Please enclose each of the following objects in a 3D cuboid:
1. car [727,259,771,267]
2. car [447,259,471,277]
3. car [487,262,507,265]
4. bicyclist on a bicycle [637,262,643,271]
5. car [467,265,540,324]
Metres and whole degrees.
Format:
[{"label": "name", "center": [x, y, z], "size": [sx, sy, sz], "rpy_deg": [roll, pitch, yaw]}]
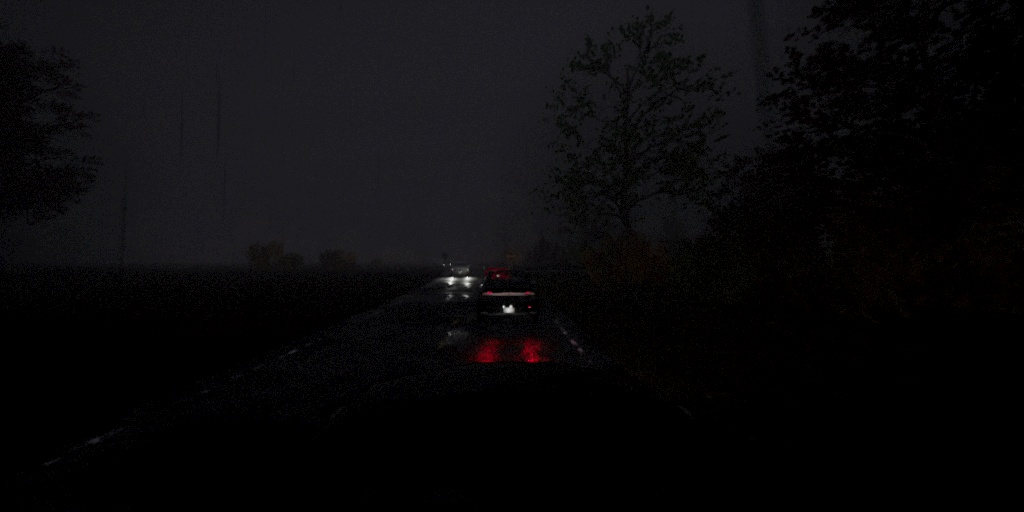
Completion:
[{"label": "car", "center": [33.761, 0.971, 51.729], "size": [5.566, 2.045, 2.150], "rpy_deg": [0, 0, -13]}, {"label": "car", "center": [-5.094, 1.247, 35.429], "size": [1.812, 1.442, 4.674], "rpy_deg": [0, 0, -7]}, {"label": "car", "center": [-1.143, 1.200, 26.958], "size": [1.882, 1.535, 5.008], "rpy_deg": [0, 0, -5]}, {"label": "bicyclist on a bicycle", "center": [15.742, 1.166, 44.269], "size": [0.582, 1.620, 1.656], "rpy_deg": [0, 0, -13]}, {"label": "car", "center": [-0.173, 1.230, 11.988], "size": [2.128, 1.511, 4.902], "rpy_deg": [0, 0, -2]}]
